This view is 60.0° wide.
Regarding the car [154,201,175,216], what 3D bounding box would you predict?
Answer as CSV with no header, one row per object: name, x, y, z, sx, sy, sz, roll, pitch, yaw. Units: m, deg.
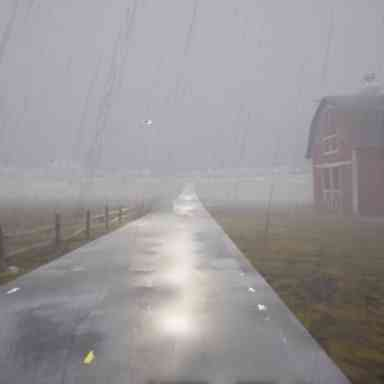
car,-2.778,1.646,34.277,2.033,1.411,5.357,0,0,0
